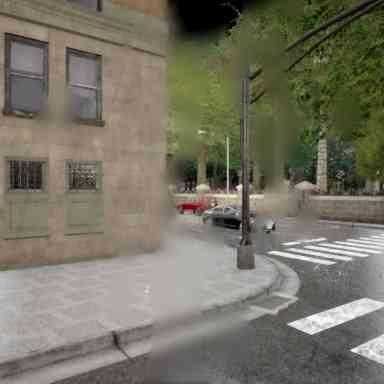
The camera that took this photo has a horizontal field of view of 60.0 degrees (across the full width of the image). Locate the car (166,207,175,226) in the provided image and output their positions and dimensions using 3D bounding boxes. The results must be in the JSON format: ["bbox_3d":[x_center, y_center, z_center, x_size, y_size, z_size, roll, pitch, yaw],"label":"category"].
[{"bbox_3d":[-3.260,1.544,22.222,1.947,1.339,4.313,0,0,-35],"label":"car"}]

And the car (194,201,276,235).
[{"bbox_3d":[2.516,1.478,18.675,2.128,1.511,4.902,0,0,-34],"label":"car"}]

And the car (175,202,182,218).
[{"bbox_3d":[-3.315,1.520,27.146,2.033,1.411,5.357,0,0,-35],"label":"car"}]

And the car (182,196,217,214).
[{"bbox_3d":[0.507,1.285,31.760,2.192,1.841,5.009,0,0,-35],"label":"car"}]
